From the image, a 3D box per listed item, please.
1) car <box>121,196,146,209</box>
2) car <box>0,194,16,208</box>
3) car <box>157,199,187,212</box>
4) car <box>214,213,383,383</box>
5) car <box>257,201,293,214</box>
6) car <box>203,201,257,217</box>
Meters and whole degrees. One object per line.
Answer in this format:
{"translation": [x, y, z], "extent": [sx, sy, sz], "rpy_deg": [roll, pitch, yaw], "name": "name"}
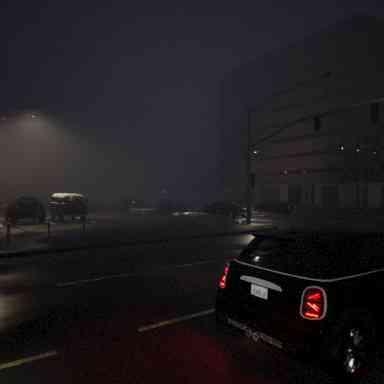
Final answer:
{"translation": [-8.408, 1.408, 47.839], "extent": [2.097, 1.767, 4.553], "rpy_deg": [0, 0, -35], "name": "car"}
{"translation": [-31.674, 1.209, 56.493], "extent": [1.932, 1.855, 4.605], "rpy_deg": [0, 0, -35], "name": "car"}
{"translation": [-2.483, 1.581, 39.489], "extent": [1.812, 1.442, 4.674], "rpy_deg": [0, 0, -36], "name": "car"}
{"translation": [2.637, 1.352, 5.682], "extent": [4.553, 1.767, 2.097], "rpy_deg": [0, 0, -35], "name": "car"}
{"translation": [8.801, 1.619, 36.016], "extent": [1.994, 1.385, 4.181], "rpy_deg": [0, 0, -35], "name": "car"}
{"translation": [3.208, 1.603, 31.455], "extent": [2.033, 1.411, 5.357], "rpy_deg": [0, 0, -35], "name": "car"}
